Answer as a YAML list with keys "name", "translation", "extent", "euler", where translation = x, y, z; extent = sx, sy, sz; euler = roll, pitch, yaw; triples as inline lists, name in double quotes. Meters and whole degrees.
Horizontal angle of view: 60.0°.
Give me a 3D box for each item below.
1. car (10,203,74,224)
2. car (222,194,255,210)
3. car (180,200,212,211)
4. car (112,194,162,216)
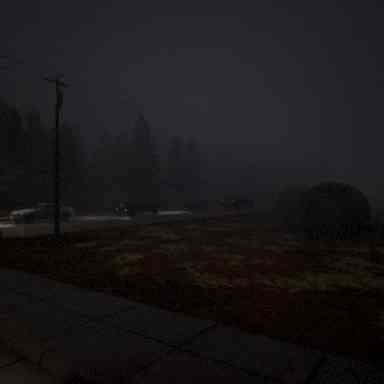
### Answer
- name: "car"
  translation: [-11.408, 1.566, 25.583]
  extent: [1.812, 1.442, 4.674]
  euler: [0, 0, 36]
- name: "car"
  translation: [5.981, 1.262, 42.897]
  extent: [2.150, 2.045, 5.566]
  euler: [0, 0, 38]
- name: "car"
  translation: [0.509, 1.643, 41.663]
  extent: [1.895, 1.301, 4.718]
  euler: [0, 0, 37]
- name: "car"
  translation: [-5.458, 1.262, 33.633]
  extent: [2.150, 2.045, 5.566]
  euler: [0, 0, 37]
